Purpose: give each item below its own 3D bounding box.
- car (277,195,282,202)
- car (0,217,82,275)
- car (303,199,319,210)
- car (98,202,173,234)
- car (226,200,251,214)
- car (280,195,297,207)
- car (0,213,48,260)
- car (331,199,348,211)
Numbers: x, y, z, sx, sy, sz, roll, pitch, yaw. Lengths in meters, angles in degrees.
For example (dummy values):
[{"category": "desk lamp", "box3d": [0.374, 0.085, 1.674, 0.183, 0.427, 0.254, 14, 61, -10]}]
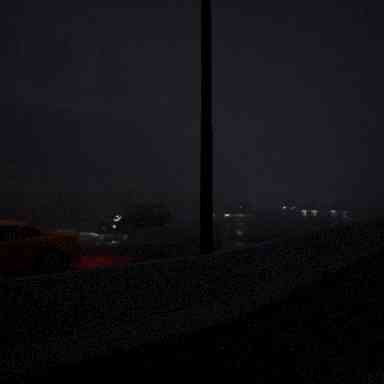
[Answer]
[{"category": "car", "box3d": [20.530, 1.527, 75.947, 1.882, 1.535, 5.008, 0, 0, 21]}, {"category": "car", "box3d": [-5.541, 1.518, 8.857, 5.008, 1.535, 1.882, 0, 0, -38]}, {"category": "car", "box3d": [16.041, 1.683, 44.900, 2.033, 1.411, 5.357, 0, 0, 21]}, {"category": "car", "box3d": [-3.320, 1.428, 19.981, 2.097, 1.767, 4.553, 0, 0, 44]}, {"category": "car", "box3d": [5.422, 1.652, 37.873, 1.812, 1.442, 4.674, 0, 0, 26]}, {"category": "car", "box3d": [16.407, 1.721, 55.528, 2.033, 1.411, 5.357, 0, 0, 22]}, {"category": "car", "box3d": [-7.719, 1.578, 11.545, 4.674, 1.442, 1.812, 0, 0, -38]}, {"category": "car", "box3d": [19.393, 1.676, 43.848, 2.033, 1.411, 5.357, 0, 0, 21]}]
